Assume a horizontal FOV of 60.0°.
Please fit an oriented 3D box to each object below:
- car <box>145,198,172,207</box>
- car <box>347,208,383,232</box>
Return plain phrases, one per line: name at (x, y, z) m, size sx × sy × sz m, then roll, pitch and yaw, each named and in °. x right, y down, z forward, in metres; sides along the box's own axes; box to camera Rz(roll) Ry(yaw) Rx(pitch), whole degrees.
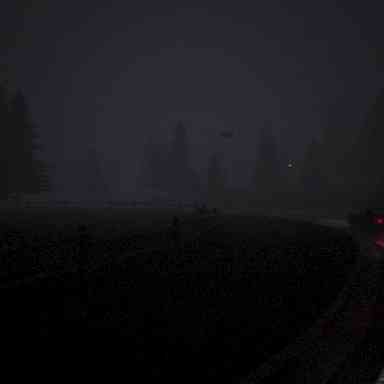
car at (-5.622, 1.736, 55.558) m, size 4.892 × 1.490 × 1.837 m, roll 0°, pitch 0°, yaw 29°
car at (11.193, 1.646, 20.409) m, size 1.895 × 1.301 × 4.718 m, roll 0°, pitch 0°, yaw 8°
